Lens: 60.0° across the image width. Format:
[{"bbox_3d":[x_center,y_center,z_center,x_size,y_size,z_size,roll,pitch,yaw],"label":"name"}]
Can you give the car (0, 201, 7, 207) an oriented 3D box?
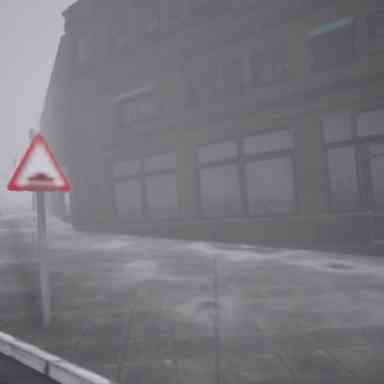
[{"bbox_3d":[-33.717,2.069,56.293,1.895,1.301,4.718,-5,0,5],"label":"car"}]
